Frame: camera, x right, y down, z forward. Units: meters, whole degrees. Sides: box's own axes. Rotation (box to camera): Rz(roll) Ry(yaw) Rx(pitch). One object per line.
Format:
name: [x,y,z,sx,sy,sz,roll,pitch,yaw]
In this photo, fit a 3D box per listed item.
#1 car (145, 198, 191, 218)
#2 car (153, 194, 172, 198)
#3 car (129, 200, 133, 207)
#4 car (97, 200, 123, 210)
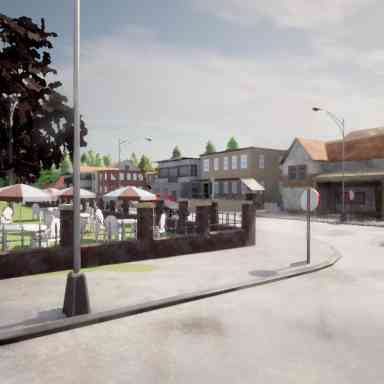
car: [-2.296,1.547,30.745,2.033,1.411,5.357,0,0,-35]
car: [-4.439,1.221,40.988,2.150,2.045,5.566,0,0,-35]
car: [-10.451,1.563,49.437,1.994,1.385,4.181,0,0,-35]
car: [-10.581,1.490,42.419,2.128,1.511,4.902,0,0,-35]
